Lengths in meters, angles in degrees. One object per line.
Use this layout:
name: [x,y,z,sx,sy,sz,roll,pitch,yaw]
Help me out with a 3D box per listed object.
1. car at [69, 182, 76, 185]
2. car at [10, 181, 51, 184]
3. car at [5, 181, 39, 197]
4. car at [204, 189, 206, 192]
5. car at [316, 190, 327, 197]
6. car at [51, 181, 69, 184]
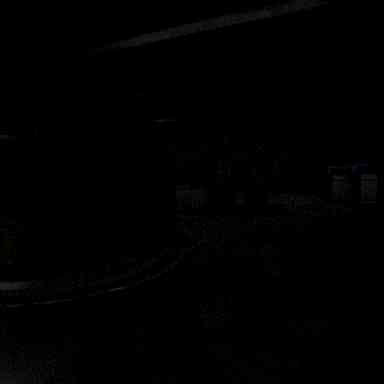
car: [-25.423,-1.283,68.065,4.605,1.855,1.932,2,2,35]
car: [-17.220,-0.177,35.207,3.866,1.878,1.905,2,2,35]
car: [-21.751,-0.463,42.425,4.605,1.855,1.932,2,2,35]
car: [4.902,-0.326,65.594,5.027,1.636,2.152,2,2,35]
car: [26.544,0.274,67.623,1.812,1.442,4.674,2,2,36]
car: [-26.761,-1.256,65.453,3.866,1.878,1.905,2,2,35]
